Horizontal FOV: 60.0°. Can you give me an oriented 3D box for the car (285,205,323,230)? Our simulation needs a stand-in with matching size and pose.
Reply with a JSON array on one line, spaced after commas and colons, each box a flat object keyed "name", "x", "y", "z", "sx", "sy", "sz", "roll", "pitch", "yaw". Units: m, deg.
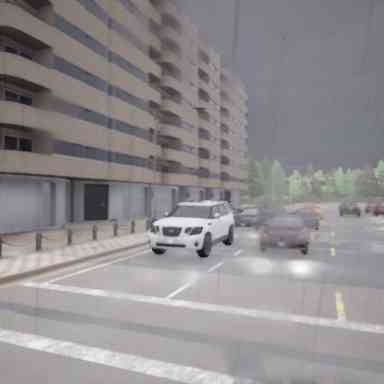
[{"name": "car", "x": 8.089, "y": 1.895, "z": 23.822, "sx": 1.994, "sy": 1.385, "sz": 4.181, "roll": 0, "pitch": -1, "yaw": 23}]

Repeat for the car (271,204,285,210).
[{"name": "car", "x": 8.262, "y": 1.975, "z": 33.160, "sx": 1.837, "sy": 1.490, "sz": 4.892, "roll": 0, "pitch": -1, "yaw": 23}]

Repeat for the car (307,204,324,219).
[{"name": "car", "x": 12.034, "y": 1.946, "z": 33.077, "sx": 1.882, "sy": 1.535, "sz": 5.008, "roll": 0, "pitch": -1, "yaw": 23}]

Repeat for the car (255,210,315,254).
[{"name": "car", "x": 4.236, "y": 1.721, "z": 14.641, "sx": 1.812, "sy": 1.442, "sz": 4.674, "roll": 0, "pitch": -1, "yaw": 22}]

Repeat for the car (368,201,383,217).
[{"name": "car", "x": 21.959, "y": 2.035, "z": 38.165, "sx": 2.128, "sy": 1.511, "sz": 4.902, "roll": 0, "pitch": -1, "yaw": 24}]

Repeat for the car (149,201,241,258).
[{"name": "car", "x": 0.268, "y": 1.410, "z": 14.203, "sx": 2.150, "sy": 2.045, "sz": 5.566, "roll": 0, "pitch": -1, "yaw": 22}]

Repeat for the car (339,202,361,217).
[{"name": "car", "x": 18.519, "y": 1.908, "z": 39.023, "sx": 2.097, "sy": 1.767, "sz": 4.553, "roll": 0, "pitch": -1, "yaw": 24}]

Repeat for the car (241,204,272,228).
[{"name": "car", "x": 4.189, "y": 1.854, "z": 23.595, "sx": 1.812, "sy": 1.442, "sz": 4.674, "roll": 0, "pitch": -1, "yaw": 23}]

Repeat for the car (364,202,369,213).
[{"name": "car", "x": 25.529, "y": 2.022, "z": 46.714, "sx": 2.097, "sy": 1.767, "sz": 4.553, "roll": 0, "pitch": -1, "yaw": 23}]

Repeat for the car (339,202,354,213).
[{"name": "car", "x": 22.319, "y": 2.196, "z": 48.108, "sx": 1.837, "sy": 1.490, "sz": 4.892, "roll": 0, "pitch": -1, "yaw": 23}]
